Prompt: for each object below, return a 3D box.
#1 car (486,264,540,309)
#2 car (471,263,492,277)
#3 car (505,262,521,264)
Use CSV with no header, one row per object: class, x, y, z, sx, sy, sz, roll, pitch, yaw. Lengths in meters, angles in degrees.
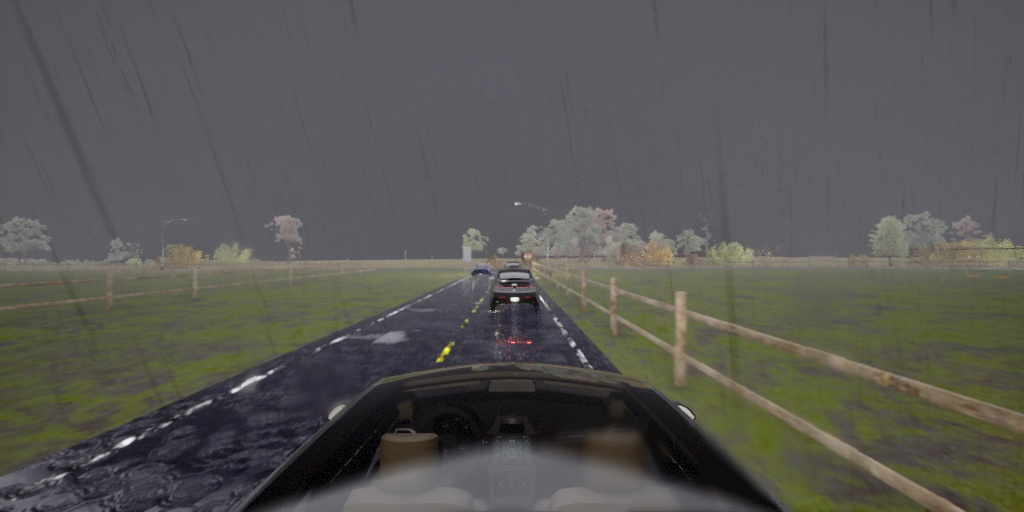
car,0.096,1.253,14.812,1.837,1.490,4.892,0,0,0
car,-2.832,1.342,34.686,1.895,1.301,4.718,0,0,0
car,0.094,1.247,32.484,1.837,1.490,4.892,0,0,0
